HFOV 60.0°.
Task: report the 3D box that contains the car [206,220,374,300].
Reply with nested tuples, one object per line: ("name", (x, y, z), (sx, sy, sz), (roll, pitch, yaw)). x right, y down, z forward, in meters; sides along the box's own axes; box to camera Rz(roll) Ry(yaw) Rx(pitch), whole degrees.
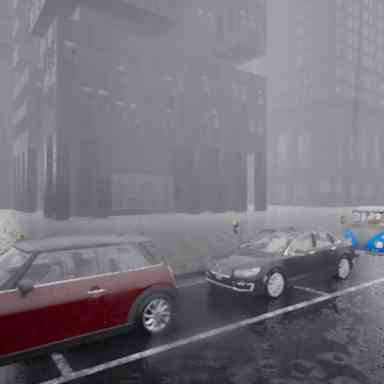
("car", (2.356, 1.568, 8.330), (4.403, 1.369, 2.008), (0, 0, -35))

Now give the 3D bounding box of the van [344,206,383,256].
("van", (6.979, 1.374, 11.627), (3.998, 1.788, 1.690), (0, 0, -35))

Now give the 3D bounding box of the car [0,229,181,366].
("car", (-2.266, 1.443, 5.033), (4.097, 1.590, 1.967), (0, 0, -35))
